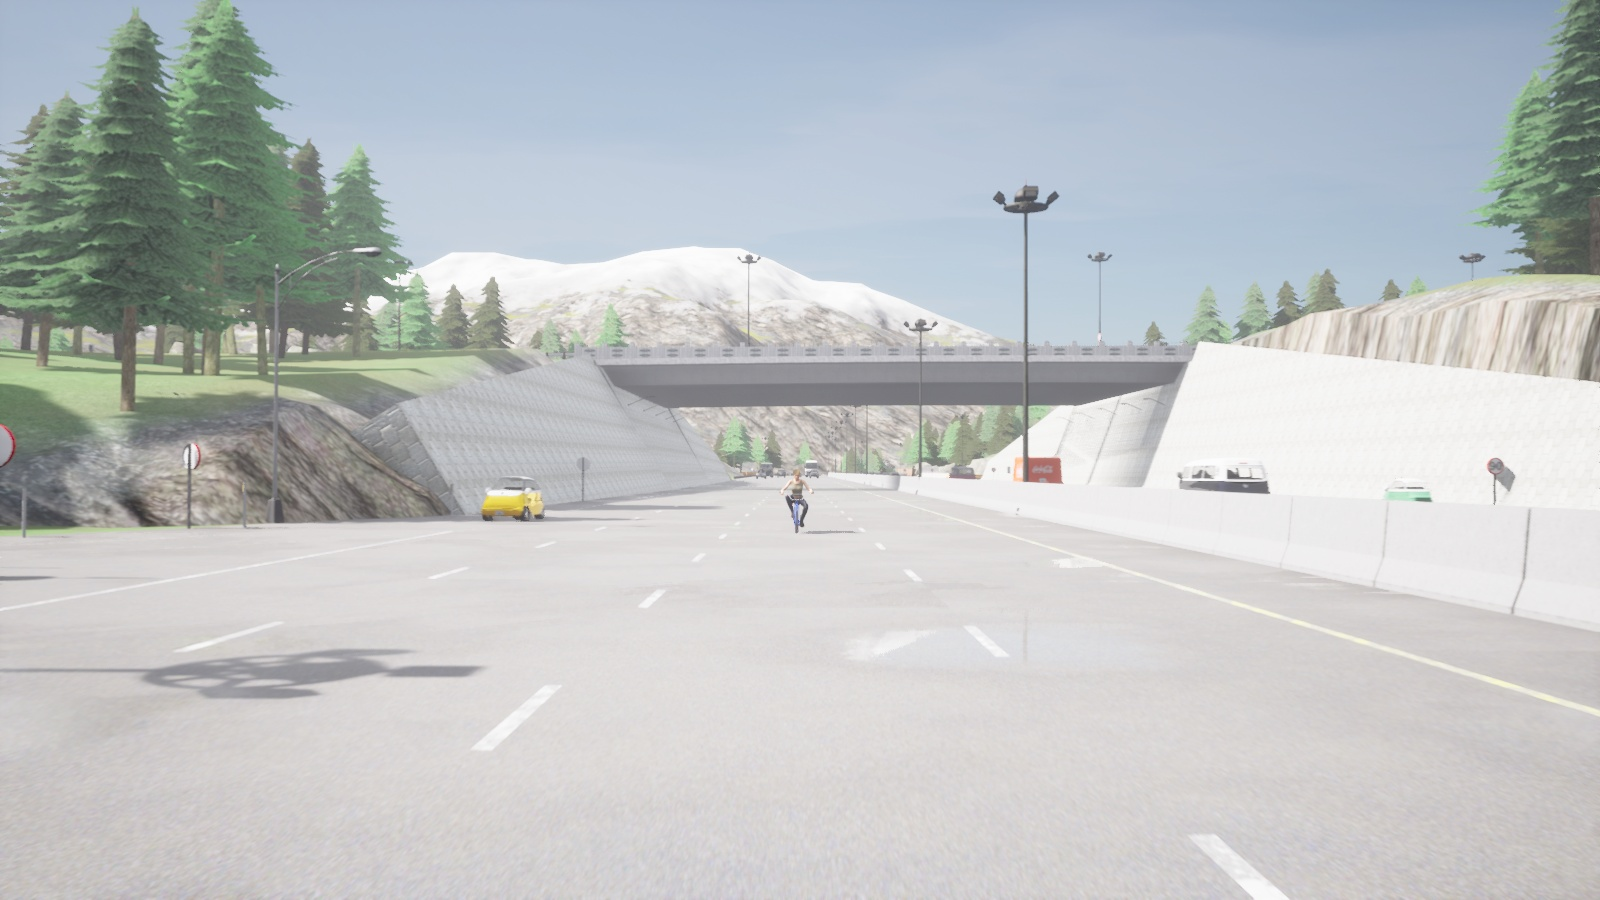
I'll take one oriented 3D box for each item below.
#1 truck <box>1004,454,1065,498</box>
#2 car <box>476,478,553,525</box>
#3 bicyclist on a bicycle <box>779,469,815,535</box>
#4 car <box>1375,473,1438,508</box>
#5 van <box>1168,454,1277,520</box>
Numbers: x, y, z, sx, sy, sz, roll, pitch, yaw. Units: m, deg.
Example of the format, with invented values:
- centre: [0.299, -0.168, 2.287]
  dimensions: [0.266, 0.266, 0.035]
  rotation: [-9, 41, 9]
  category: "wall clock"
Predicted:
- centre: [13.818, 1.519, 74.240]
  dimensions: [2.627, 2.467, 5.204]
  rotation: [0, -1, 0]
  category: "truck"
- centre: [-8.728, 1.549, 38.528]
  dimensions: [1.481, 1.376, 2.207]
  rotation: [0, -1, 14]
  category: "car"
- centre: [-0.072, 1.278, 31.443]
  dimensions: [0.866, 1.612, 1.509]
  rotation: [0, -1, 0]
  category: "bicyclist on a bicycle"
- centre: [24.377, 1.617, 50.532]
  dimensions: [1.481, 1.376, 2.207]
  rotation: [0, 0, 0]
  category: "car"
- centre: [13.898, 1.180, 41.564]
  dimensions: [2.069, 2.038, 4.480]
  rotation: [0, -1, 0]
  category: "van"
